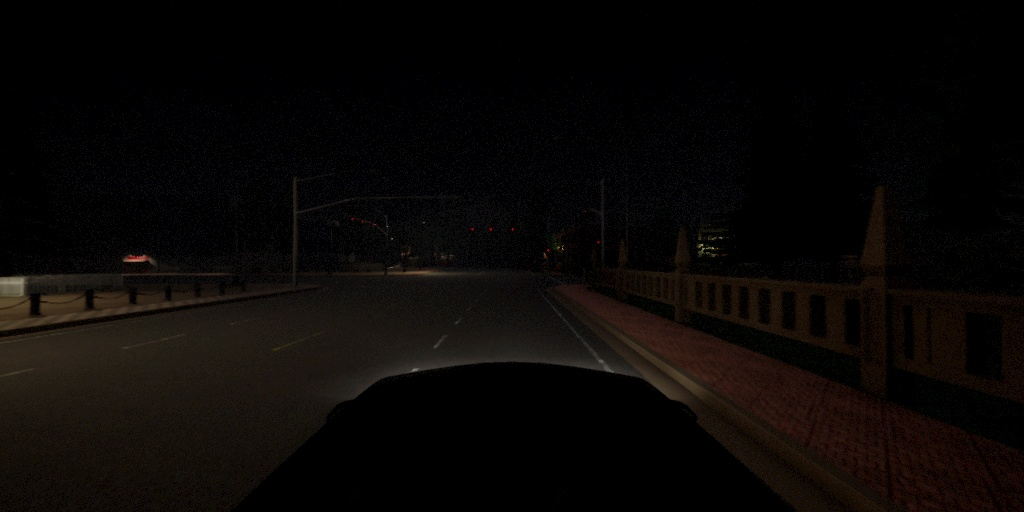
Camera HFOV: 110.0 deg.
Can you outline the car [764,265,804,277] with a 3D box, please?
[{"bbox_3d":[32.247,1.787,41.907,4.892,1.490,1.837,0,-1,0],"label":"car"}]
